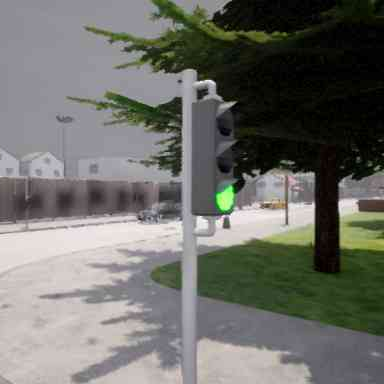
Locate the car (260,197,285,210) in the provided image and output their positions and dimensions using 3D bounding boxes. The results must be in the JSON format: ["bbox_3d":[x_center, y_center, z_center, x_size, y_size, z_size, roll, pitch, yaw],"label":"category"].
[{"bbox_3d":[10.479,1.469,42.988,1.882,1.535,5.008,0,0,36],"label":"car"}]

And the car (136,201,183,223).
[{"bbox_3d":[-2.140,1.496,25.477,1.837,1.490,4.892,0,0,36],"label":"car"}]
